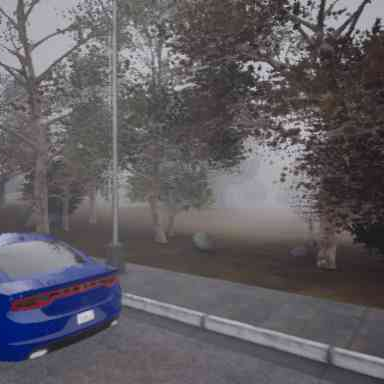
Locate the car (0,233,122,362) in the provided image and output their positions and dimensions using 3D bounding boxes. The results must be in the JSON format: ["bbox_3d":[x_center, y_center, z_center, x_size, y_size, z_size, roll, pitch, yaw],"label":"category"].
[{"bbox_3d":[-3.399,1.458,5.789,5.008,1.535,1.882,1,0,36],"label":"car"}]
